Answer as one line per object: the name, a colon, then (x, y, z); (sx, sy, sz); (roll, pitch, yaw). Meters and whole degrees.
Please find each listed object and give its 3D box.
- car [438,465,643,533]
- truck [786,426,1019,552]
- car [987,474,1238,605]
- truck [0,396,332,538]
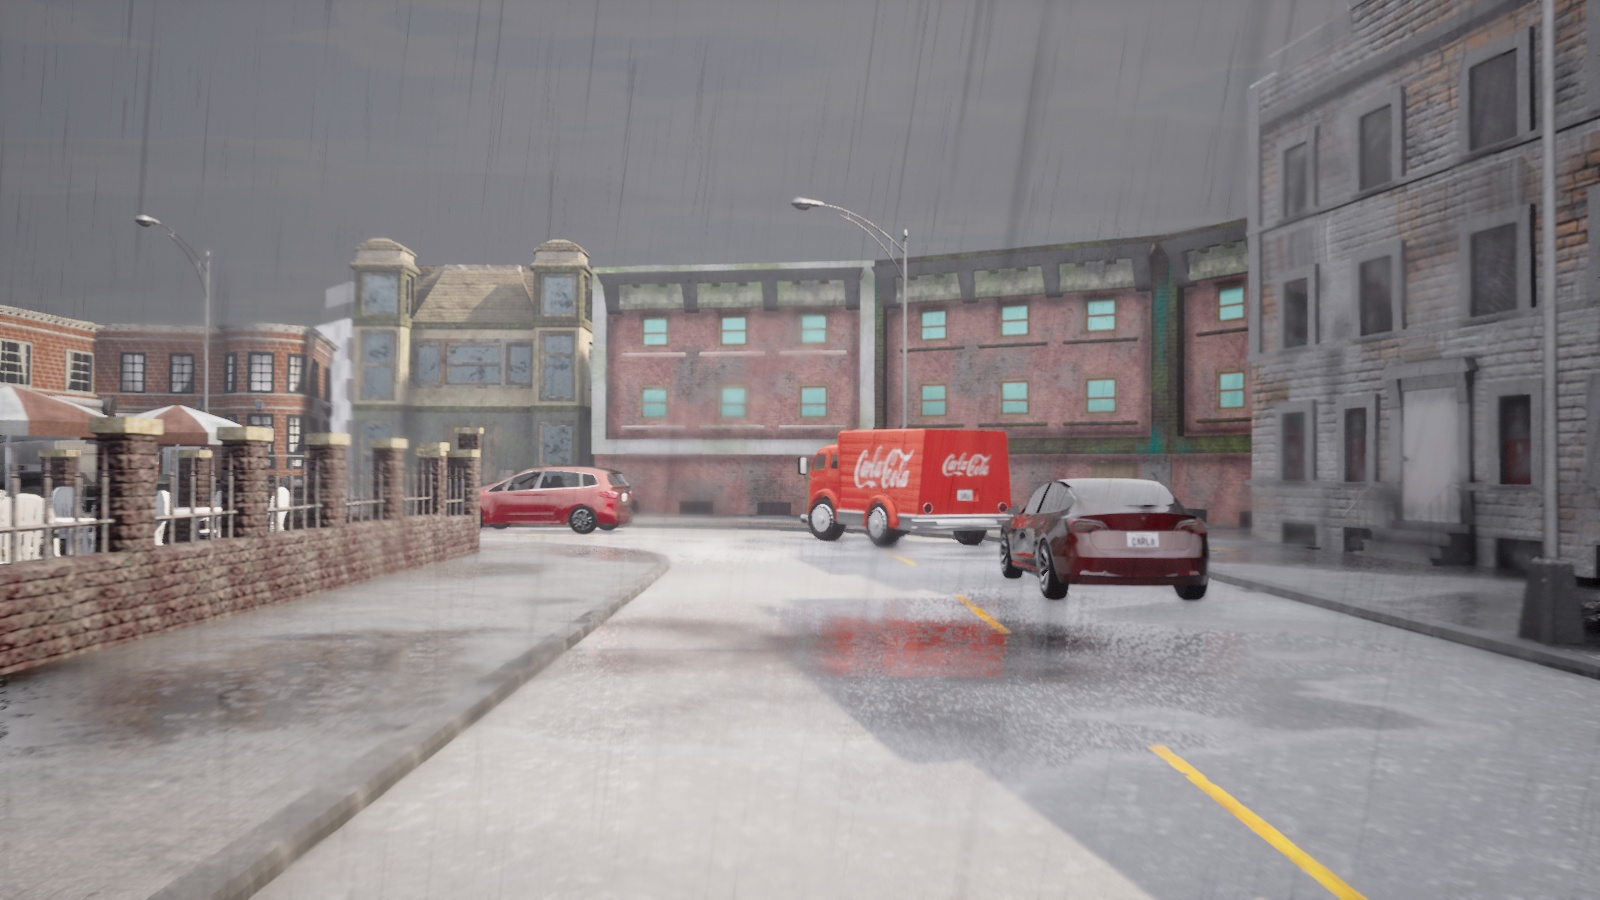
car: (-6.555, 1.221, 31.981); (4.611, 1.667, 2.242); (0, -1, 9)
truck: (2.079, 0.787, 27.387); (2.627, 2.467, 5.204); (1, -1, -29)
car: (3.959, 1.081, 16.884); (2.163, 1.488, 4.792); (0, -1, 0)
truck: (-16.501, 0.437, 32.144); (7.936, 3.462, 2.891); (0, -1, -1)
